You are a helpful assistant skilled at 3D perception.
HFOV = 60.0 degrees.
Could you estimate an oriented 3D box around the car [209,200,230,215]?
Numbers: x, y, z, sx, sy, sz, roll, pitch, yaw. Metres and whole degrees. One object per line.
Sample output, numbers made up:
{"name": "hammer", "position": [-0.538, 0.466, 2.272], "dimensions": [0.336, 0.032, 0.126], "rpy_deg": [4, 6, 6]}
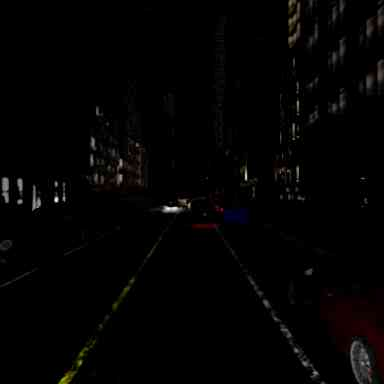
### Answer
{"name": "car", "position": [2.686, 1.514, 33.337], "dimensions": [1.802, 1.307, 4.206], "rpy_deg": [0, 0, 0]}

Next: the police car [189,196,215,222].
{"name": "police car", "position": [0.897, 1.373, 26.082], "dimensions": [1.930, 1.638, 5.238], "rpy_deg": [0, 0, 0]}

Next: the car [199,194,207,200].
{"name": "car", "position": [2.681, 1.223, 84.569], "dimensions": [1.967, 1.590, 4.097], "rpy_deg": [0, 0, 0]}

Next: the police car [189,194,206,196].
{"name": "police car", "position": [0.896, 1.351, 36.082], "dimensions": [1.930, 1.638, 5.238], "rpy_deg": [0, 0, 0]}

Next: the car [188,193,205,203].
{"name": "car", "position": [0.895, 1.138, 42.001], "dimensions": [2.150, 2.045, 5.566], "rpy_deg": [0, 0, 0]}

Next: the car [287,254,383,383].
{"name": "car", "position": [2.689, 1.574, 4.877], "dimensions": [1.802, 1.307, 4.206], "rpy_deg": [0, 0, 0]}

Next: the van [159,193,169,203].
{"name": "van", "position": [-5.698, 1.187, 67.495], "dimensions": [1.690, 1.788, 3.998], "rpy_deg": [0, 0, 0]}

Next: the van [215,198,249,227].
{"name": "van", "position": [2.688, 1.298, 21.953], "dimensions": [1.690, 1.788, 3.998], "rpy_deg": [0, 0, 0]}

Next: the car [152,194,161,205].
{"name": "car", "position": [-5.697, 1.431, 56.110], "dimensions": [2.008, 1.369, 4.403], "rpy_deg": [0, 0, 0]}

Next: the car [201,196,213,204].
{"name": "car", "position": [2.683, 1.415, 61.800], "dimensions": [2.008, 1.369, 4.403], "rpy_deg": [0, 0, 0]}

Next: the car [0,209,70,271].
{"name": "car", "position": [-5.692, 1.421, 10.570], "dimensions": [1.967, 1.590, 4.097], "rpy_deg": [0, 0, 0]}

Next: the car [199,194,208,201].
{"name": "car", "position": [2.682, 1.245, 78.877], "dimensions": [1.967, 1.590, 4.097], "rpy_deg": [0, 0, 0]}

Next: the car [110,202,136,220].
{"name": "car", "position": [-5.694, 1.526, 27.647], "dimensions": [1.802, 1.307, 4.206], "rpy_deg": [0, 0, 0]}

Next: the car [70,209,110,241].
{"name": "car", "position": [-5.692, 1.520, 16.263], "dimensions": [2.008, 1.369, 4.403], "rpy_deg": [0, 0, 0]}

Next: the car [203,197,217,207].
{"name": "car", "position": [2.684, 1.476, 50.415], "dimensions": [1.802, 1.307, 4.206], "rpy_deg": [0, 0, 0]}

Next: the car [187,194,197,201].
{"name": "car", "position": [-0.009, 1.235, 76.718], "dimensions": [2.033, 1.411, 5.357], "rpy_deg": [0, 0, 0]}

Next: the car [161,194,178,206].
{"name": "car", "position": [-3.086, 1.384, 50.856], "dimensions": [2.128, 1.511, 4.902], "rpy_deg": [0, 0, 0]}
